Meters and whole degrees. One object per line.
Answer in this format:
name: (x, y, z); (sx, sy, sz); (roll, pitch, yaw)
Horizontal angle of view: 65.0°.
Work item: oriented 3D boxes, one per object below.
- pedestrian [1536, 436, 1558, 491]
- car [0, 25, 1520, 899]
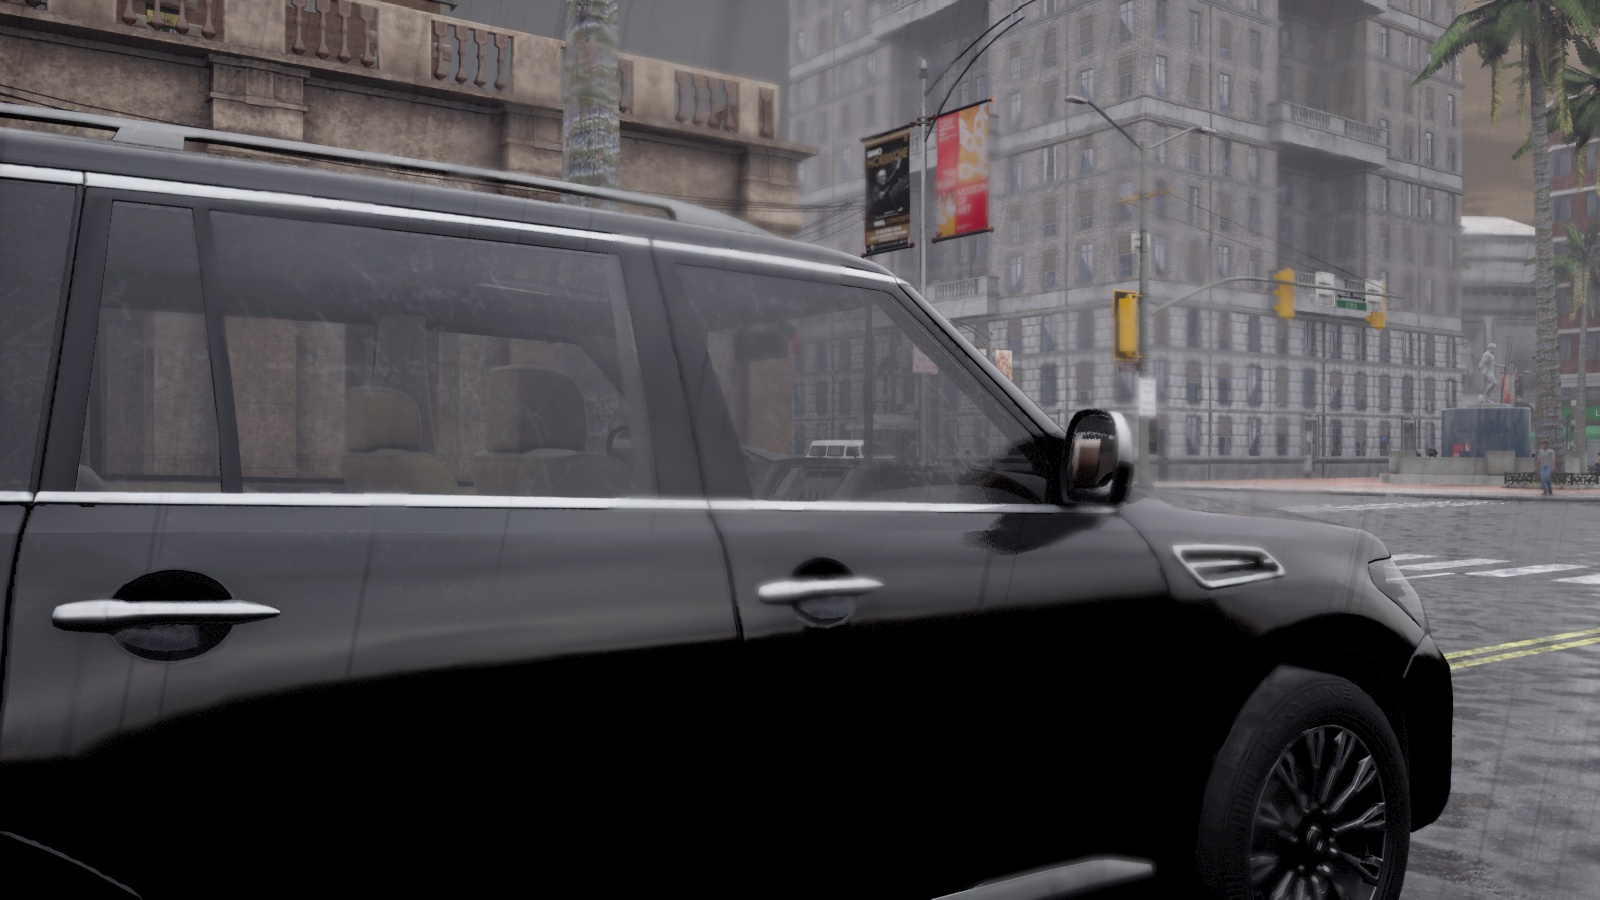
pedestrian: (24.880, 0.451, 41.831); (0.706, 1.836, 0.354); (0, 0, -36)
car: (-0.661, 0.473, 3.201); (5.566, 2.045, 2.150); (0, 0, -35)
